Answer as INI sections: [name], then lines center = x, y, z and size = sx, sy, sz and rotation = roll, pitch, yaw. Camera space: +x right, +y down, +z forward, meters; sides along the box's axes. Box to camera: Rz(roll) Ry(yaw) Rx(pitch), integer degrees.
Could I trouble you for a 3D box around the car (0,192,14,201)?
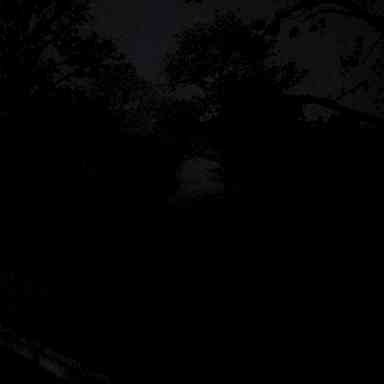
[car]
center = -34.019, 0.751, 59.523
size = 1.837, 1.490, 4.892
rotation = -1, 2, 8
